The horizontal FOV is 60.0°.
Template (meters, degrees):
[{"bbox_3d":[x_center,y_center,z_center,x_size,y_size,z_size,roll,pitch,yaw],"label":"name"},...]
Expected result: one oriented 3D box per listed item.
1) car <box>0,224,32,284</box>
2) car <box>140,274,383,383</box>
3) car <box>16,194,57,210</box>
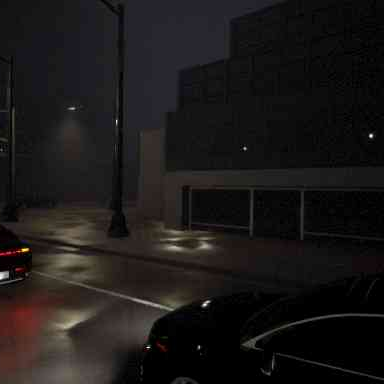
[{"bbox_3d":[-5.833,1.415,8.126,4.892,1.490,1.837,1,0,35],"label":"car"},{"bbox_3d":[1.703,1.503,2.780,4.892,1.490,1.837,0,0,36],"label":"car"},{"bbox_3d":[-16.572,1.039,34.770,1.837,1.490,4.892,1,1,36],"label":"car"}]
